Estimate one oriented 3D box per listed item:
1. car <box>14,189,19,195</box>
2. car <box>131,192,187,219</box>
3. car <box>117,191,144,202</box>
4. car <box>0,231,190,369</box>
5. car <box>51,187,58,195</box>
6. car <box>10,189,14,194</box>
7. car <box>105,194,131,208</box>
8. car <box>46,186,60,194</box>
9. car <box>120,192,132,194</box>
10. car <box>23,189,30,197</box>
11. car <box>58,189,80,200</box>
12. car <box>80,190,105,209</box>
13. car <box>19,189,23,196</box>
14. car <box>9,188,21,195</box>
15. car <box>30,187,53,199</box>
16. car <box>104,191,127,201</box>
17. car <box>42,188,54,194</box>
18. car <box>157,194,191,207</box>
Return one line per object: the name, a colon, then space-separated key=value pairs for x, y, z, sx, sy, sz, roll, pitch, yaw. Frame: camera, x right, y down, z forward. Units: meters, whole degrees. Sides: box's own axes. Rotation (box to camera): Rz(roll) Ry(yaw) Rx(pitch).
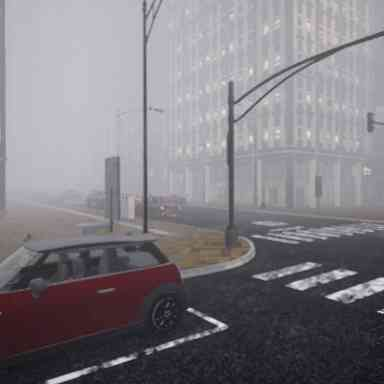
car: x=-34.982 y=0.067 z=69.086 sx=2.008 sy=1.369 sz=4.403 roll=1 pitch=0 yaw=-36
car: x=-2.371 y=1.030 z=23.878 sx=1.967 sy=1.590 sz=4.097 roll=1 pitch=0 yaw=-36
car: x=-8.758 y=0.641 z=47.056 sx=1.752 sy=1.417 sz=4.829 roll=1 pitch=1 yaw=-36
car: x=-2.125 y=1.436 z=5.048 sx=4.097 sy=1.590 sz=1.967 roll=0 pitch=0 yaw=-36
car: x=-31.494 y=-0.087 z=78.575 sx=1.887 sy=1.381 sz=4.507 roll=1 pitch=1 yaw=-36
car: x=-38.244 y=-0.025 z=73.607 sx=1.947 sy=1.339 sz=4.313 roll=1 pitch=0 yaw=-36
car: x=-5.635 y=1.064 z=28.399 sx=1.802 sy=1.307 sz=4.206 roll=1 pitch=0 yaw=-36
car: x=-34.751 y=-0.424 z=83.096 sx=2.192 sy=1.841 sz=5.009 roll=1 pitch=1 yaw=-36
car: x=-6.067 y=0.864 z=33.407 sx=1.882 sy=1.535 sz=5.008 roll=0 pitch=1 yaw=-36
car: x=-28.460 y=0.281 z=60.045 sx=2.008 sy=1.369 sz=4.403 roll=1 pitch=0 yaw=-36
car: x=-18.391 y=0.331 z=50.657 sx=2.097 sy=1.767 sz=4.553 roll=0 pitch=1 yaw=-36
car: x=-8.890 y=0.690 z=32.919 sx=2.192 sy=1.841 sz=5.009 roll=1 pitch=0 yaw=-36
car: x=-31.721 y=0.168 z=64.565 sx=1.887 sy=1.381 sz=4.507 roll=1 pitch=0 yaw=-36
car: x=-41.504 y=-0.153 z=78.128 sx=1.887 sy=1.381 sz=4.507 roll=1 pitch=0 yaw=-36
car: x=-25.199 y=0.383 z=55.524 sx=1.887 sy=1.381 sz=4.507 roll=1 pitch=0 yaw=-36
car: x=-11.922 y=0.577 z=51.441 sx=1.947 sy=1.339 sz=4.313 roll=1 pitch=1 yaw=-36
car: x=-38.018 y=-0.280 z=87.620 sx=1.947 sy=1.339 sz=4.313 roll=1 pitch=1 yaw=-36
car: x=-2.135 y=0.915 z=37.872 sx=1.802 sy=1.307 sz=4.206 roll=1 pitch=1 yaw=-36
